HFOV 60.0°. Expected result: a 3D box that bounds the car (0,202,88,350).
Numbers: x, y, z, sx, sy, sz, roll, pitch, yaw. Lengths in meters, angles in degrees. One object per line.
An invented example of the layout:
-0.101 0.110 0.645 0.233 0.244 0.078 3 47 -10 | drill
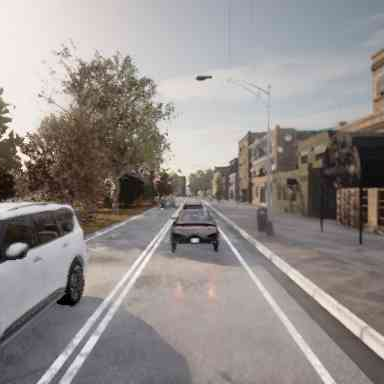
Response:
-3.348 1.219 5.092 2.150 2.045 5.566 0 0 0 | car

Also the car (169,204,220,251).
0.104 1.482 14.137 2.128 1.511 4.902 0 0 0 | car

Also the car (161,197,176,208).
-3.317 1.446 47.109 2.128 1.511 4.902 0 0 0 | car

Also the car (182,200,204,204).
0.111 1.454 31.588 1.882 1.535 5.008 0 0 0 | car
